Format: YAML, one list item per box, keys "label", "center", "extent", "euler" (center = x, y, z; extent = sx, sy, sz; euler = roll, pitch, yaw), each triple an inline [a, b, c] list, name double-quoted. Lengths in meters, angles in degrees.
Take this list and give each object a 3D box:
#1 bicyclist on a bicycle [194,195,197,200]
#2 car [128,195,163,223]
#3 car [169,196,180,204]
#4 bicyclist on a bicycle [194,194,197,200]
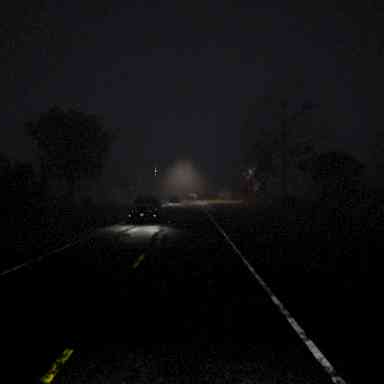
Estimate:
- label: "bicyclist on a bicycle"
  center: [0.951, 1.527, 85.332]
  extent: [0.866, 1.612, 1.509]
  euler: [0, 0, 0]
- label: "car"
  center: [-3.600, 1.279, 26.593]
  extent: [2.150, 2.045, 5.566]
  euler: [0, 0, 0]
- label: "car"
  center: [-3.504, 1.602, 67.902]
  extent: [2.128, 1.511, 4.902]
  euler: [0, 0, 0]
- label: "bicyclist on a bicycle"
  center: [0.952, 1.520, 94.451]
  extent: [0.866, 1.612, 1.509]
  euler: [0, 0, 0]
